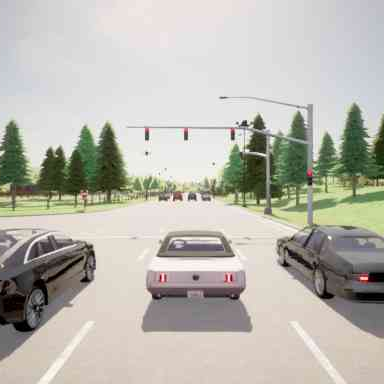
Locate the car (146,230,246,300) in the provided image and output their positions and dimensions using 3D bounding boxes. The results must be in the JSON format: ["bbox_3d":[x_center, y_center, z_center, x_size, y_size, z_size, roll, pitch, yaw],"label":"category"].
[{"bbox_3d":[0.085,1.601,8.343,1.895,1.301,4.718,0,0,0],"label":"car"}]

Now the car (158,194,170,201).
[{"bbox_3d":[-6.942,1.345,81.006,2.097,1.767,4.553,0,0,0],"label":"car"}]

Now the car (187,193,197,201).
[{"bbox_3d":[0.058,1.214,80.644,2.150,2.045,5.566,0,0,0],"label":"car"}]

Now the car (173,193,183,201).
[{"bbox_3d":[-3.442,1.214,80.647,2.150,2.045,5.566,0,0,0],"label":"car"}]

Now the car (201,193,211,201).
[{"bbox_3d":[3.558,1.514,80.612,2.128,1.511,4.902,0,0,0],"label":"car"}]

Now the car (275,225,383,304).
[{"bbox_3d":[3.586,1.547,8.369,2.033,1.411,5.357,0,0,0],"label":"car"}]

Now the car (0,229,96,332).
[{"bbox_3d":[-3.425,1.491,6.805,2.128,1.511,4.902,0,0,0],"label":"car"}]

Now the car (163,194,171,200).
[{"bbox_3d":[-6.934,1.329,91.039,1.837,1.490,4.892,0,0,0],"label":"car"}]

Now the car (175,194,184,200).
[{"bbox_3d":[-3.434,1.354,91.037,2.128,1.511,4.902,0,0,0],"label":"car"}]

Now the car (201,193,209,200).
[{"bbox_3d":[3.566,1.184,91.002,2.097,1.767,4.553,0,0,0],"label":"car"}]
